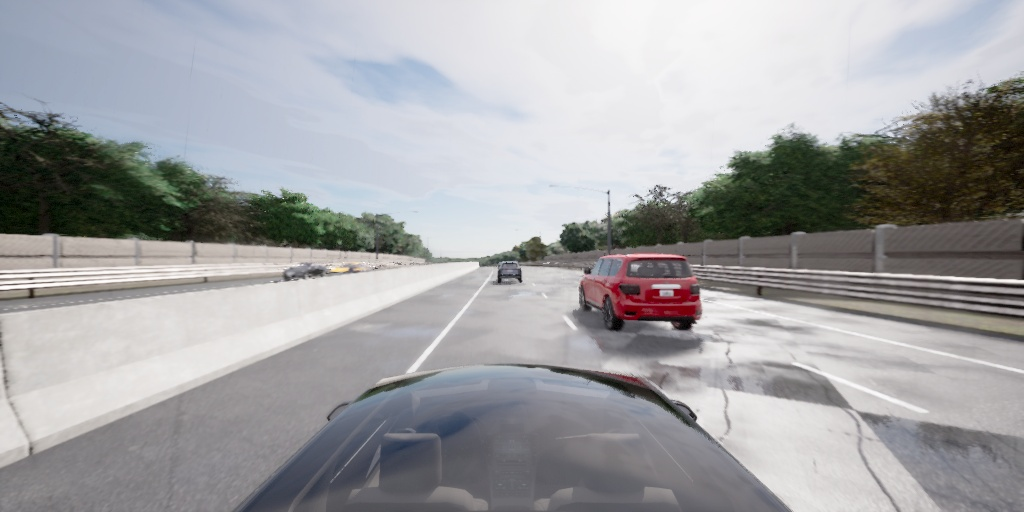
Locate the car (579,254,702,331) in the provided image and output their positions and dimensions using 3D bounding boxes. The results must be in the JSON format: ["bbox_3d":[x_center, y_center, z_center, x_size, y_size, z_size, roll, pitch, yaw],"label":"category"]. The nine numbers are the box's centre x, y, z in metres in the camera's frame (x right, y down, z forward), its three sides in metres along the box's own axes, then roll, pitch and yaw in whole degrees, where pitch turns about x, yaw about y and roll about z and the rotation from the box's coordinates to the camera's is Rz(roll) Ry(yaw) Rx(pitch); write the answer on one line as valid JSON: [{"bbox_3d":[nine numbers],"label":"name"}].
[{"bbox_3d":[3.610,0.969,11.124,2.150,2.045,5.566,0,0,-1],"label":"car"}]

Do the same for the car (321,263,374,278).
[{"bbox_3d":[-10.807,1.387,24.686,1.895,1.301,4.718,0,0,-1],"label":"car"}]

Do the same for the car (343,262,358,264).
[{"bbox_3d":[-14.458,1.306,32.270,1.882,1.535,5.008,0,-1,-1],"label":"car"}]

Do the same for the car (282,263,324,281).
[{"bbox_3d":[-17.939,1.322,31.332,2.128,1.511,4.902,0,-1,-1],"label":"car"}]

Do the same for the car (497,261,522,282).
[{"bbox_3d":[-0.212,1.214,29.562,2.033,1.649,4.856,0,0,-1],"label":"car"}]
